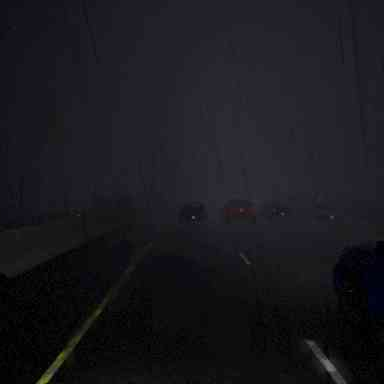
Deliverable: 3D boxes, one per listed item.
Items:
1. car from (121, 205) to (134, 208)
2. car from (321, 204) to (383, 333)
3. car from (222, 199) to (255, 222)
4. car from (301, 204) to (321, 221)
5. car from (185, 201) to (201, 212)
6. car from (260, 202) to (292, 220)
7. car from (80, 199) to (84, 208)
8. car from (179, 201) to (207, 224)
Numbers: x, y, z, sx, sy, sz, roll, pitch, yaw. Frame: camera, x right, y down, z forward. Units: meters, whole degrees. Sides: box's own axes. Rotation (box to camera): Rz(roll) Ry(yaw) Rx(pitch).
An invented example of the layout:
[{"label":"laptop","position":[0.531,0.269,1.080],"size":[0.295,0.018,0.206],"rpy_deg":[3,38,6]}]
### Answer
[{"label":"car","position":[-10.507,1.519,52.764],"size":[2.150,2.045,5.566],"rpy_deg":[0,-1,0]},{"label":"car","position":[3.599,1.206,3.576],"size":[2.150,2.045,5.566],"rpy_deg":[0,0,0]},{"label":"car","position":[3.597,1.350,26.330],"size":[2.097,1.767,4.553],"rpy_deg":[0,0,0]},{"label":"car","position":[10.597,1.605,27.357],"size":[1.895,1.301,4.718],"rpy_deg":[0,0,0]},{"label":"car","position":[0.096,1.762,41.254],"size":[1.895,1.301,4.718],"rpy_deg":[0,-1,0]},{"label":"car","position":[7.098,1.538,28.333],"size":[1.812,1.442,4.674],"rpy_deg":[0,0,0]},{"label":"car","position":[-17.511,1.800,52.324],"size":[2.128,1.511,4.902],"rpy_deg":[0,-1,0]},{"label":"car","position":[0.097,1.473,24.103],"size":[2.128,1.511,4.902],"rpy_deg":[0,-1,0]}]
